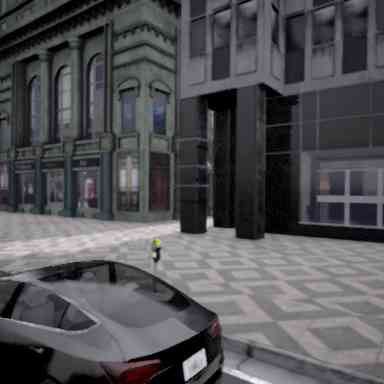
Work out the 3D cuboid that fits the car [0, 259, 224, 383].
[{"bbox_3d":[-1.666,1.541,4.146,4.313,1.339,1.947,0,0,35],"label":"car"}]
